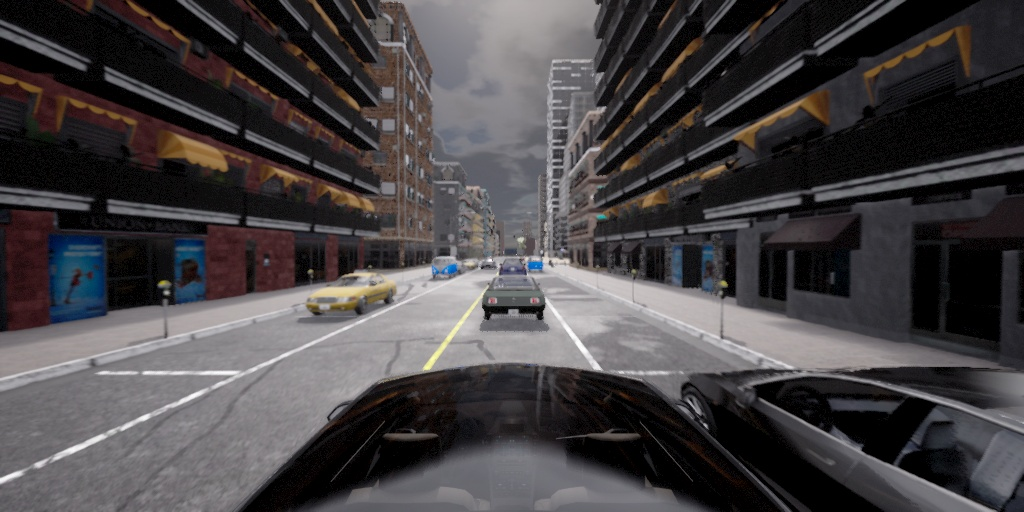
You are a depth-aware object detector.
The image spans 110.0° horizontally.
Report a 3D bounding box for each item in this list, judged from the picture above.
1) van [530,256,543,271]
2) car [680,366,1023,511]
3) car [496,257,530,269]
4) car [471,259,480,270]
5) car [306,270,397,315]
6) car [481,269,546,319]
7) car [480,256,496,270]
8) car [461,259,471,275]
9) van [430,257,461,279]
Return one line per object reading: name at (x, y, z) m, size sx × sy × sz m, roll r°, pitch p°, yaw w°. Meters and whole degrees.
van at (2.693, 0.899, 41.767) m, size 1.690 × 1.789 × 3.998 m, roll 0°, pitch 0°, yaw 0°
car at (2.689, 1.314, 2.123) m, size 1.948 × 1.339 × 4.313 m, roll 0°, pitch 0°, yaw 0°
car at (0.074, 0.971, 28.595) m, size 2.097 × 1.767 × 4.553 m, roll 0°, pitch 0°, yaw 0°
car at (-5.687, 1.056, 47.297) m, size 1.751 × 1.417 × 4.829 m, roll 0°, pitch 0°, yaw 0°
car at (-5.690, 1.218, 13.314) m, size 1.751 × 1.417 × 4.829 m, roll 0°, pitch 0°, yaw 0°
car at (0.064, 1.298, 12.485) m, size 1.895 × 1.301 × 4.718 m, roll 0°, pitch 0°, yaw 0°
car at (-3.070, 1.094, 47.638) m, size 1.994 × 1.385 × 4.181 m, roll 0°, pitch 0°, yaw 0°
car at (-5.688, 1.134, 36.139) m, size 2.007 × 1.370 × 4.403 m, roll 0°, pitch 0°, yaw 0°
van at (-5.689, 0.952, 30.476) m, size 1.690 × 1.789 × 3.998 m, roll 0°, pitch 0°, yaw 0°
